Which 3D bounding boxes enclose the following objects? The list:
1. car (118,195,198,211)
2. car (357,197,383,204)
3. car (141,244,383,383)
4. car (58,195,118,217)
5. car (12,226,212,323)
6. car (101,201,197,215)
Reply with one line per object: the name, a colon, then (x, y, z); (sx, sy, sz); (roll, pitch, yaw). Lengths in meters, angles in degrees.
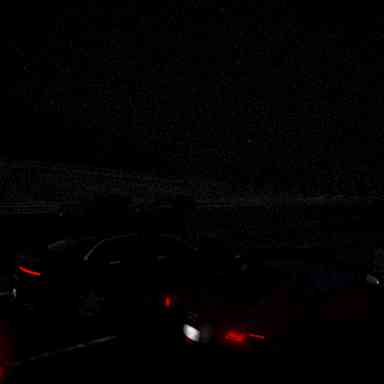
car: (-2.122, 1.232, 24.152); (5.566, 2.045, 2.150); (0, 0, -36)
car: (26.625, 1.470, 49.588); (5.008, 1.535, 1.882); (0, 0, -36)
car: (1.612, 1.568, 4.958); (4.181, 1.385, 1.994); (0, 0, -36)
car: (-6.973, 1.233, 24.921); (5.566, 2.045, 2.150); (0, 0, -36)
car: (-1.147, 1.510, 7.275); (4.892, 1.490, 1.837); (0, 0, -36)
car: (-2.456, 1.501, 19.553); (4.902, 1.511, 2.128); (0, 0, -36)
